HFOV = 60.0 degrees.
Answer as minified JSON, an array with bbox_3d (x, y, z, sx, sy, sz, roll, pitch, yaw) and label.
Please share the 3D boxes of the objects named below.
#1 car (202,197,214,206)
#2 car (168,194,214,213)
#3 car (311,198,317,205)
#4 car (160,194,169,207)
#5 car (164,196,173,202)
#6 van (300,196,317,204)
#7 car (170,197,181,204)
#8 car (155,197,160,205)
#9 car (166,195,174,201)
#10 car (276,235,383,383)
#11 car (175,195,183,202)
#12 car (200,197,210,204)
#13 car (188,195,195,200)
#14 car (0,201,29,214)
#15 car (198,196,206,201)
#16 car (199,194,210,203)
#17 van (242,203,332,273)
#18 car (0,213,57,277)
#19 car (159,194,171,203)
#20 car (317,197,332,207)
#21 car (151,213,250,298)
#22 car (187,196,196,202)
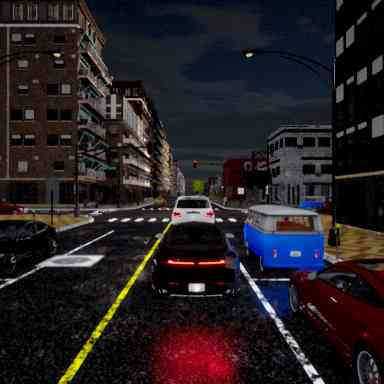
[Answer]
[{"bbox_3d":[2.587,1.562,55.286,1.752,1.417,4.829,0,0,0],"label":"car"},{"bbox_3d":[0.054,1.225,18.512,2.150,2.045,5.566,0,0,0],"label":"car"},{"bbox_3d":[16.549,1.625,37.038,5.357,1.411,2.033,0,0,0],"label":"car"},{"bbox_3d":[-3.195,1.384,50.572,2.097,1.767,4.553,0,0,0],"label":"car"},{"bbox_3d":[-5.848,1.632,82.795,2.008,1.369,4.403,0,0,0],"label":"car"},{"bbox_3d":[14.824,1.426,39.624,3.998,1.788,1.690,0,0,0],"label":"van"},{"bbox_3d":[-3.155,1.652,65.838,1.895,1.301,4.718,0,0,0],"label":"car"},{"bbox_3d":[-5.804,1.569,60.468,1.752,1.417,4.829,0,0,0],"label":"car"},{"bbox_3d":[-5.858,1.617,88.164,1.752,1.417,4.829,0,0,0],"label":"car"},{"bbox_3d":[2.651,1.582,4.640,1.802,1.307,4.206,0,0,0],"label":"car"},{"bbox_3d":[-3.160,1.597,81.834,1.812,1.442,4.674,0,0,0],"label":"car"},{"bbox_3d":[2.565,1.634,66.194,1.802,1.307,4.206,0,0,0],"label":"car"},{"bbox_3d":[-0.176,1.584,91.949,1.895,1.301,4.718,0,0,0],"label":"car"},{"bbox_3d":[-17.526,1.535,31.101,4.206,1.307,1.802,0,0,0],"label":"car"},{"bbox_3d":[2.523,1.643,88.351,2.008,1.369,4.403,0,0,0],"label":"car"},{"bbox_3d":[2.556,1.376,71.734,2.192,1.841,5.009,0,0,0],"label":"car"},{"bbox_3d":[2.641,1.343,10.329,1.690,1.788,3.998,0,0,0],"label":"van"},{"bbox_3d":[-5.707,1.567,10.338,1.947,1.339,4.313,0,0,0],"label":"car"},{"bbox_3d":[-5.825,1.376,71.717,2.192,1.841,5.009,0,0,0],"label":"car"},{"bbox_3d":[14.862,1.359,31.244,5.009,1.841,2.192,0,0,0],"label":"car"},{"bbox_3d":[0.081,1.506,8.511,1.837,1.490,4.892,0,0,0],"label":"car"},{"bbox_3d":[-0.157,1.618,81.499,2.033,1.411,5.357,0,0,0],"label":"car"}]
